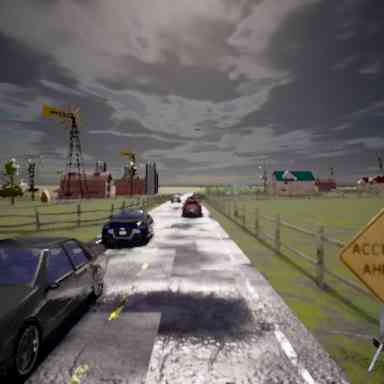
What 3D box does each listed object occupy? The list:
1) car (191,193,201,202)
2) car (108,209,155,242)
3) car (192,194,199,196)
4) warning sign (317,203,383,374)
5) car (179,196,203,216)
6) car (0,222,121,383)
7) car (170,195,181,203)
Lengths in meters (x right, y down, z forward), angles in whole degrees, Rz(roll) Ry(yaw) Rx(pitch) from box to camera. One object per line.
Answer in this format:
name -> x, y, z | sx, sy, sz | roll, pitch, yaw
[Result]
car -> 0.764, 1.124, 70.210 | 2.097, 1.767, 4.553 | 0, 0, 0
car -> -2.885, 1.503, 15.825 | 1.994, 1.385, 4.181 | 0, 0, -1
car -> -0.031, 1.313, 46.100 | 1.882, 1.535, 5.008 | 0, 0, 0
warning sign -> 2.453, 1.096, 4.224 | 1.300, 1.860, 1.060 | 1, 1, 0
car -> 0.015, 1.406, 31.154 | 1.812, 1.442, 4.674 | 0, 0, 0
car -> -2.859, 1.526, 5.657 | 2.033, 1.411, 5.357 | 0, 0, 0
car -> -2.960, 1.290, 61.595 | 2.128, 1.511, 4.902 | 0, 0, 1
